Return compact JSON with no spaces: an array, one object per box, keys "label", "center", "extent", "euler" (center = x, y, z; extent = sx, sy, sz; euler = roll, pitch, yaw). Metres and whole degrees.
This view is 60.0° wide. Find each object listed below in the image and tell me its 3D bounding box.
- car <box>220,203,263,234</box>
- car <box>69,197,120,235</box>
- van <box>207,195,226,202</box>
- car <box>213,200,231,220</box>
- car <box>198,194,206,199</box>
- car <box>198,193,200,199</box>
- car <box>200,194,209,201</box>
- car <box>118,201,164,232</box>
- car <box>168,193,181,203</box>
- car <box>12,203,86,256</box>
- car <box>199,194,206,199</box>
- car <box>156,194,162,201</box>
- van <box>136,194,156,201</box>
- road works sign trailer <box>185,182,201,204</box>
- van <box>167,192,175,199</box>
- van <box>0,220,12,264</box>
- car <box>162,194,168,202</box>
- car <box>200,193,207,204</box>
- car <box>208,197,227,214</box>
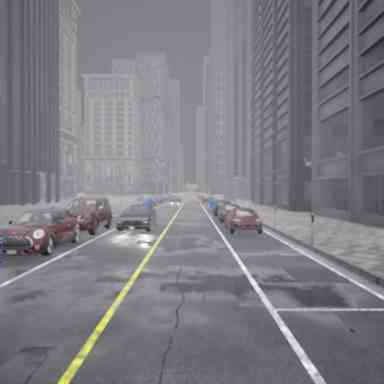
[{"label":"car","center":[2.761,1.503,18.265],"extent":[1.802,1.307,4.206],"euler":[0,0,0]},{"label":"car","center":[-5.766,1.236,18.261],"extent":[2.192,1.841,5.009],"euler":[0,0,0]},{"label":"van","center":[2.761,1.189,35.186],"extent":[1.690,1.788,3.998],"euler":[0,0,0]},{"label":"car","center":[2.761,1.479,23.906],"extent":[1.802,1.307,4.206],"euler":[0,0,0]},{"label":"car","center":[2.768,1.136,91.593],"extent":[2.008,1.369,4.403],"euler":[0,0,0]},{"label":"car","center":[2.765,1.248,69.030],"extent":[2.008,1.369,4.403],"euler":[0,0,0]},{"label":"car","center":[2.766,1.236,74.671],"extent":[1.947,1.339,4.313],"euler":[0,0,0]},{"label":"car","center":[-3.097,1.462,19.789],"extent":[2.033,1.411,5.357],"euler":[0,0,0]},{"label":"car","center":[-3.040,1.296,61.308],"extent":[1.994,1.385,4.181],"euler":[0,0,1]},{"label":"car","center":[-5.766,1.385,12.620],"extent":[1.967,1.590,4.097],"euler":[0,0,0]},{"label":"car","center":[2.767,1.139,86.122],"extent":[1.752,1.417,4.829],"euler":[0,0,0]},{"label":"car","center":[-5.762,1.343,46.466],"extent":[1.887,1.381,4.507],"euler":[0,0,0]},{"label":"van","center":[-5.764,1.164,40.824],"extent":[1.690,1.788,3.998],"euler":[0,0,0]},{"label":"road works sign trailer","center":[0.004,0.228,54.480],"extent":[2.380,3.560,2.880],"euler":[0,0,0]},{"label":"van","center":[-5.758,0.926,91.592],"extent":[1.690,1.788,3.998],"euler":[0,0,0]},{"label":"van","center":[-5.766,1.311,6.979],"extent":[1.690,1.788,3.998],"euler":[0,0,0]},{"label":"car","center":[-5.761,1.315,57.747],"extent":[1.947,1.339,4.313],"euler":[0,0,0]},{"label":"car","center":[2.764,1.294,57.749],"extent":[1.887,1.381,4.507],"euler":[0,0,0]},{"label":"car","center":[2.762,1.438,29.546],"extent":[1.947,1.339,4.313],"euler":[0,0,0]}]
